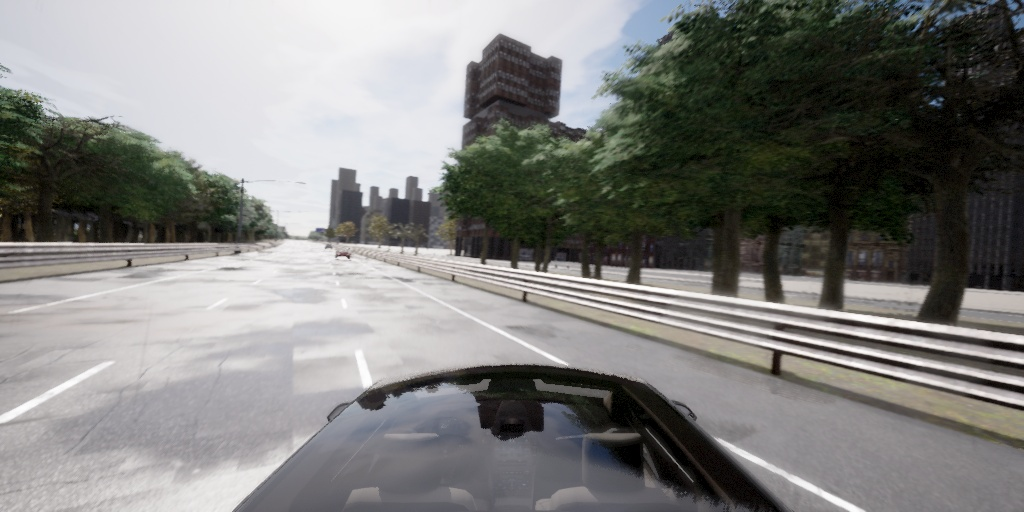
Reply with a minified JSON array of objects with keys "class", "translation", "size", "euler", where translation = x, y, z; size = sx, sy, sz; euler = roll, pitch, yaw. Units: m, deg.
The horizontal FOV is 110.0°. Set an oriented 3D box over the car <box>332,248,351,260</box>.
[{"class":"car","translation":[-23.440,-0.314,49.640],"size":[1.895,1.301,4.718],"euler":[3,0,-28]}]
